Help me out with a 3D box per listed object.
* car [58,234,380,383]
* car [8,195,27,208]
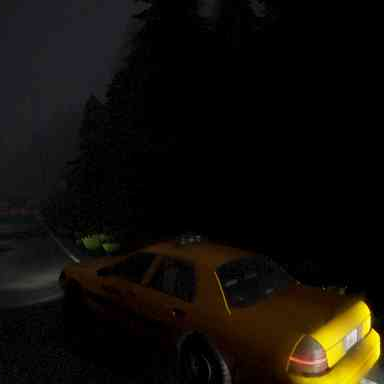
[{"bbox_3d":[-0.240,1.417,5.107,5.366,1.575,1.801,1,1,45],"label":"car"},{"bbox_3d":[-20.988,1.059,40.158,2.128,1.511,4.902,-2,2,-26],"label":"car"}]
